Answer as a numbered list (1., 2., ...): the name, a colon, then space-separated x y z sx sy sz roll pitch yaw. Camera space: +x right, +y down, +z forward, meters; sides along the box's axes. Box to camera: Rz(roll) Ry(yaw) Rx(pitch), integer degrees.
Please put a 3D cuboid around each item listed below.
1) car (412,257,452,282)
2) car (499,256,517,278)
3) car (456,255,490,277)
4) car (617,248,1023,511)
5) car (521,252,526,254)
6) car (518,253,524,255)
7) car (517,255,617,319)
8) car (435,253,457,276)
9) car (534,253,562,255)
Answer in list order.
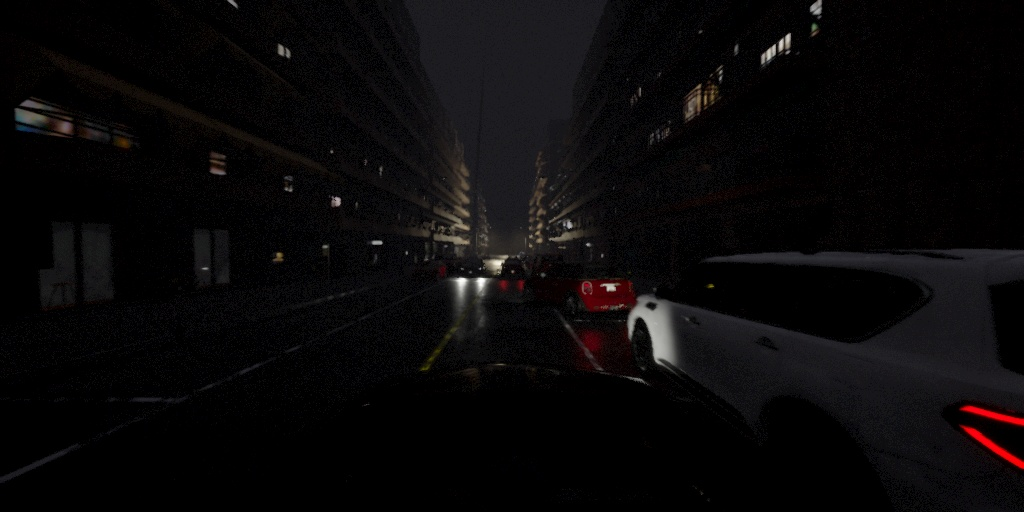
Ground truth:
1. car: -5.695 0.976 25.131 1.888 1.381 4.507 0 0 0
2. car: 0.068 0.908 28.582 1.812 1.442 4.674 0 1 0
3. car: -3.095 0.901 29.075 1.812 1.442 4.674 0 1 0
4. car: 3.105 0.947 3.980 2.150 2.045 5.566 0 1 0
5. car: 2.684 0.431 64.838 1.948 1.339 4.313 0 0 0
6. car: 0.090 0.690 45.548 2.033 1.411 5.357 0 1 0
7. car: 2.114 0.955 12.505 2.097 1.767 4.553 0 1 -22
8. car: -5.695 0.666 30.794 2.192 1.841 5.009 0 0 0
9. car: 2.653 0.744 25.190 2.192 1.841 5.009 0 0 0
